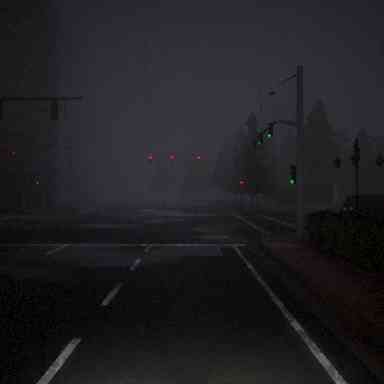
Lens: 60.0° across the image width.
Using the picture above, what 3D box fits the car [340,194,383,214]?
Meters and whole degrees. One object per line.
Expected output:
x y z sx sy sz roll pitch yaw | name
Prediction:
12.371 1.180 21.148 5.566 2.045 2.150 0 0 0 | car

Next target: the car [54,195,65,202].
-29.636 1.350 72.055 4.553 1.767 2.097 0 0 27 | car
